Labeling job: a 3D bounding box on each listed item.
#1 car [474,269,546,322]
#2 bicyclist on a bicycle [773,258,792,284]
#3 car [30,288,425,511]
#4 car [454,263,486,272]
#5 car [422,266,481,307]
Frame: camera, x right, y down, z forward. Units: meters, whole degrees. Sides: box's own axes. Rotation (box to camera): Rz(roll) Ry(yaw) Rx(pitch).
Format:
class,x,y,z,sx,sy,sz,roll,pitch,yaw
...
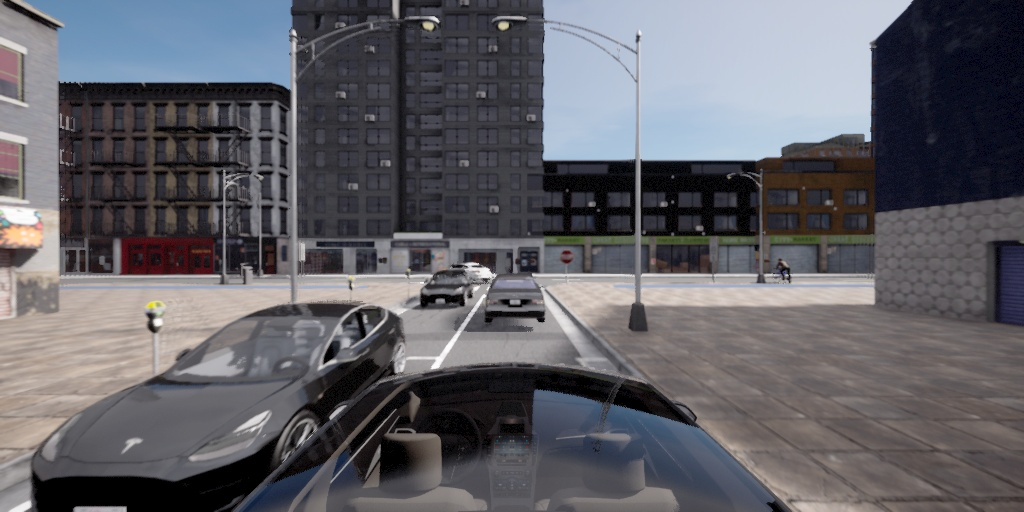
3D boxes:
class,x,y,z,sx,sy,sz,roll,pitch,yaw
car,0.090,1.274,12.099,2.033,1.411,5.357,0,0,0
bicyclist on a bicycle,17.361,0.975,23.056,0.582,1.620,1.656,0,0,0
car,-2.637,1.309,4.473,1.948,1.339,4.313,0,0,0
car,-3.516,1.224,26.816,1.812,1.442,4.674,1,0,-44
car,-2.636,1.285,15.378,1.948,1.339,4.313,0,0,0
